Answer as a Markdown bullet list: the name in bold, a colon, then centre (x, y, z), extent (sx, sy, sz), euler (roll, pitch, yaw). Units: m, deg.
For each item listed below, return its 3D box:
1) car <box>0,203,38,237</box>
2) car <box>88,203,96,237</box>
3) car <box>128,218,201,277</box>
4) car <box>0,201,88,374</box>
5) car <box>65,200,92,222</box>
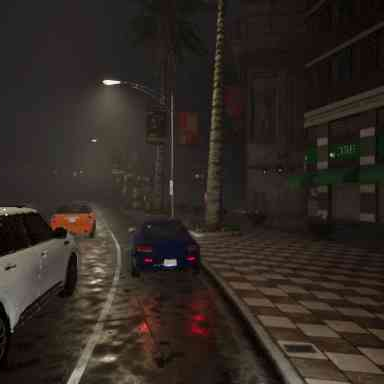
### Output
- **car**: centre (-10.126, 1.469, 18.750), extent (1.882, 1.535, 5.008), euler (0, 0, -17)
- **car**: centre (-6.229, 1.350, 17.721), extent (2.097, 1.767, 4.553), euler (0, 0, -16)
- **car**: centre (-0.947, 1.524, 10.194), extent (1.812, 1.442, 4.674), euler (0, 0, -11)
- **car**: centre (-3.469, 1.219, 5.296), extent (2.150, 2.045, 5.566), euler (0, 0, -5)
- **car**: centre (-9.281, 1.469, 27.444), extent (1.882, 1.535, 5.008), euler (0, 0, -18)
